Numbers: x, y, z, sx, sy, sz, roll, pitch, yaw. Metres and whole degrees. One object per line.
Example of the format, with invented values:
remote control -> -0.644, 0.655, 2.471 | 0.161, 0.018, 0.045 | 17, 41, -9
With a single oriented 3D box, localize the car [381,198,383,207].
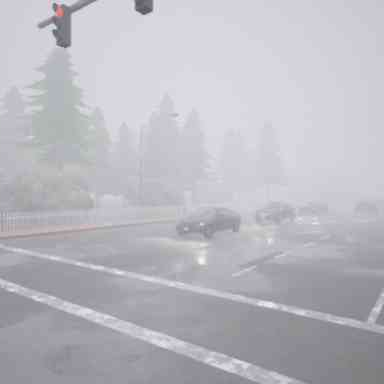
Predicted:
car -> 27.002, 1.597, 47.559 | 1.837, 1.490, 4.892 | 0, 0, 36

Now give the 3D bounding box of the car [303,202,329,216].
car -> 12.284, 1.636, 33.536 | 1.895, 1.301, 4.718 | 0, 0, 36

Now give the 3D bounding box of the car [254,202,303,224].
car -> 6.428, 1.509, 25.469 | 2.128, 1.511, 4.902 | 0, 0, 36

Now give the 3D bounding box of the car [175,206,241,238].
car -> 1.036, 1.527, 17.995 | 1.812, 1.442, 4.674 | 0, 0, 35

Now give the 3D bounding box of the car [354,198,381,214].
car -> 19.526, 1.574, 37.243 | 1.837, 1.490, 4.892 | 0, 0, 36
